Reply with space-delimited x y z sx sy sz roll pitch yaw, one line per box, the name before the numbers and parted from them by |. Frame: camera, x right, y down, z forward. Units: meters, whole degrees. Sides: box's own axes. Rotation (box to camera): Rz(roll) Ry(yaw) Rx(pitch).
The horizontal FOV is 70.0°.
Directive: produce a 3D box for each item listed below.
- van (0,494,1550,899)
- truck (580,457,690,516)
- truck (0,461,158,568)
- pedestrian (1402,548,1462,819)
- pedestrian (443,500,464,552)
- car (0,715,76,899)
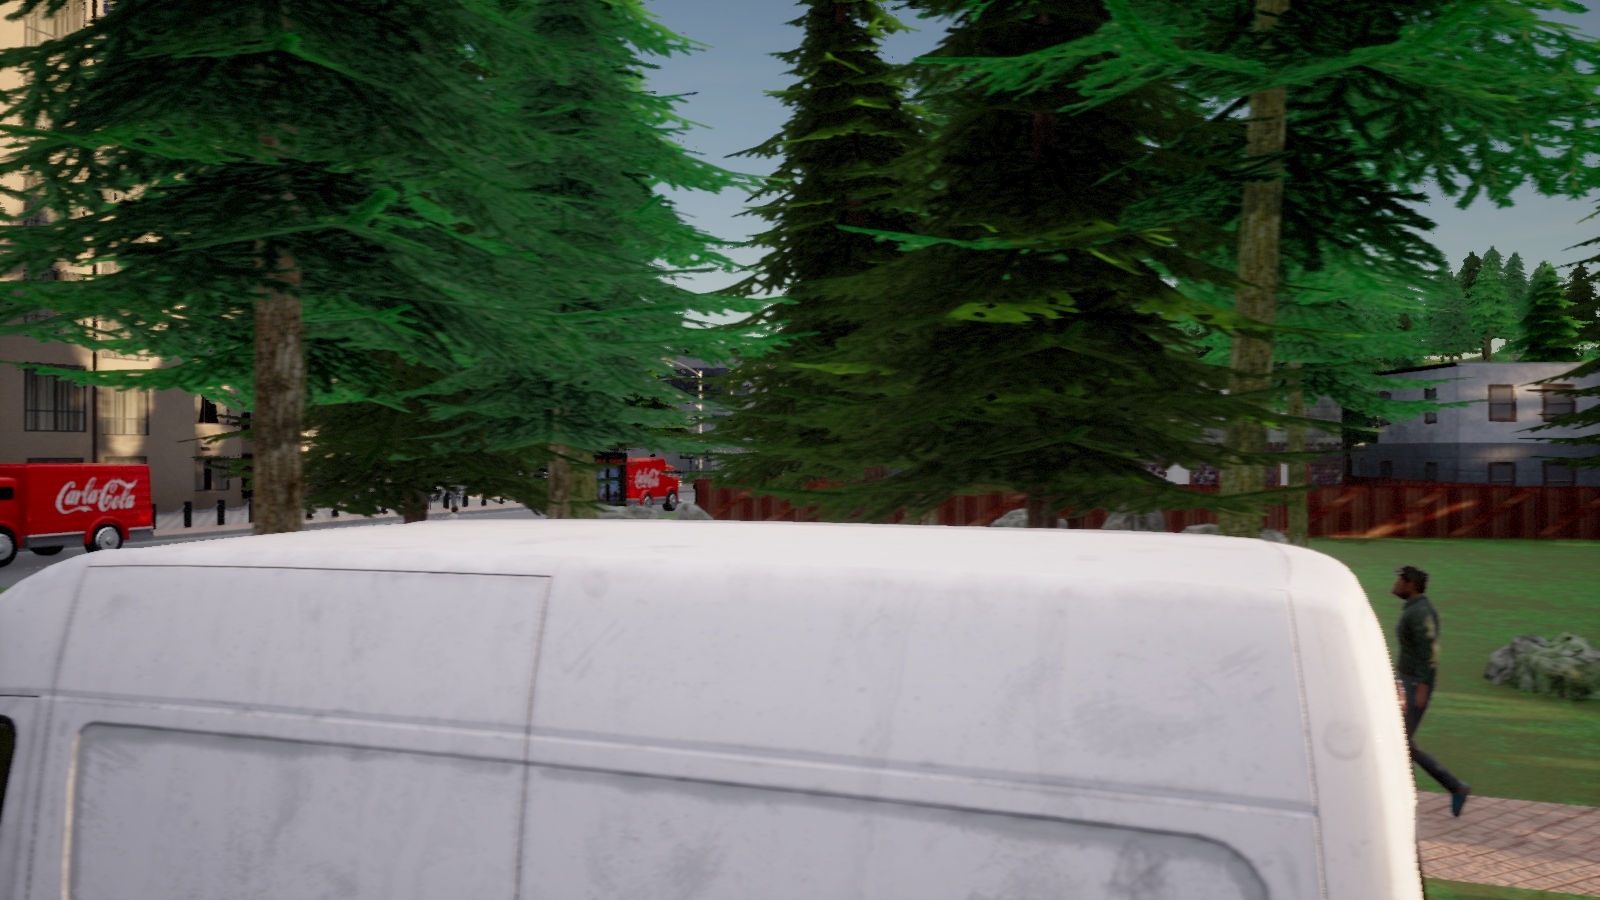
van | -1.246 1.501 3.765 5.915 2.561 1.988 0 0 20
truck | -7.279 1.547 51.009 2.627 2.467 5.204 0 0 21
truck | -19.552 1.547 29.014 2.627 2.467 5.204 0 0 21
pedestrian | 4.568 1.661 8.270 0.375 1.860 0.375 0 0 28
pedestrian | -8.914 1.956 29.400 0.375 1.300 0.375 0 0 18
car | -6.482 2.072 5.665 5.357 1.411 2.033 0 0 20
